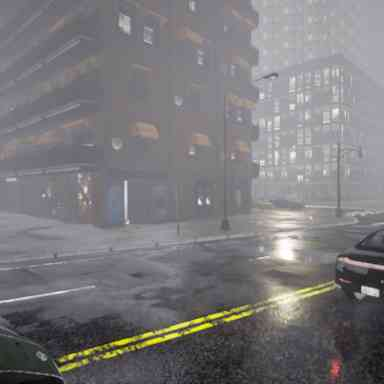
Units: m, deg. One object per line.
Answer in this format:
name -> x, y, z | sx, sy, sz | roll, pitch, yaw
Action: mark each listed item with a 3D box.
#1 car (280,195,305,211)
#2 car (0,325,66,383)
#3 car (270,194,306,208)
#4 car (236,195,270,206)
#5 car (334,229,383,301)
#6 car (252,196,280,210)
car -> 10.487, 1.308, 37.389 | 4.181, 1.385, 1.994 | 1, 1, 44
car -> -2.853, 1.349, 1.447 | 4.553, 1.767, 2.097 | 0, 0, -36
car -> 12.518, 1.118, 43.585 | 4.097, 1.590, 1.967 | 1, 0, 44
car -> 8.585, 1.159, 47.223 | 4.313, 1.339, 1.947 | 1, 0, 44
car -> 5.023, 1.504, 7.172 | 4.902, 1.511, 2.128 | 0, 0, -36
car -> 6.907, 1.240, 37.123 | 4.829, 1.417, 1.752 | 1, 0, 44
